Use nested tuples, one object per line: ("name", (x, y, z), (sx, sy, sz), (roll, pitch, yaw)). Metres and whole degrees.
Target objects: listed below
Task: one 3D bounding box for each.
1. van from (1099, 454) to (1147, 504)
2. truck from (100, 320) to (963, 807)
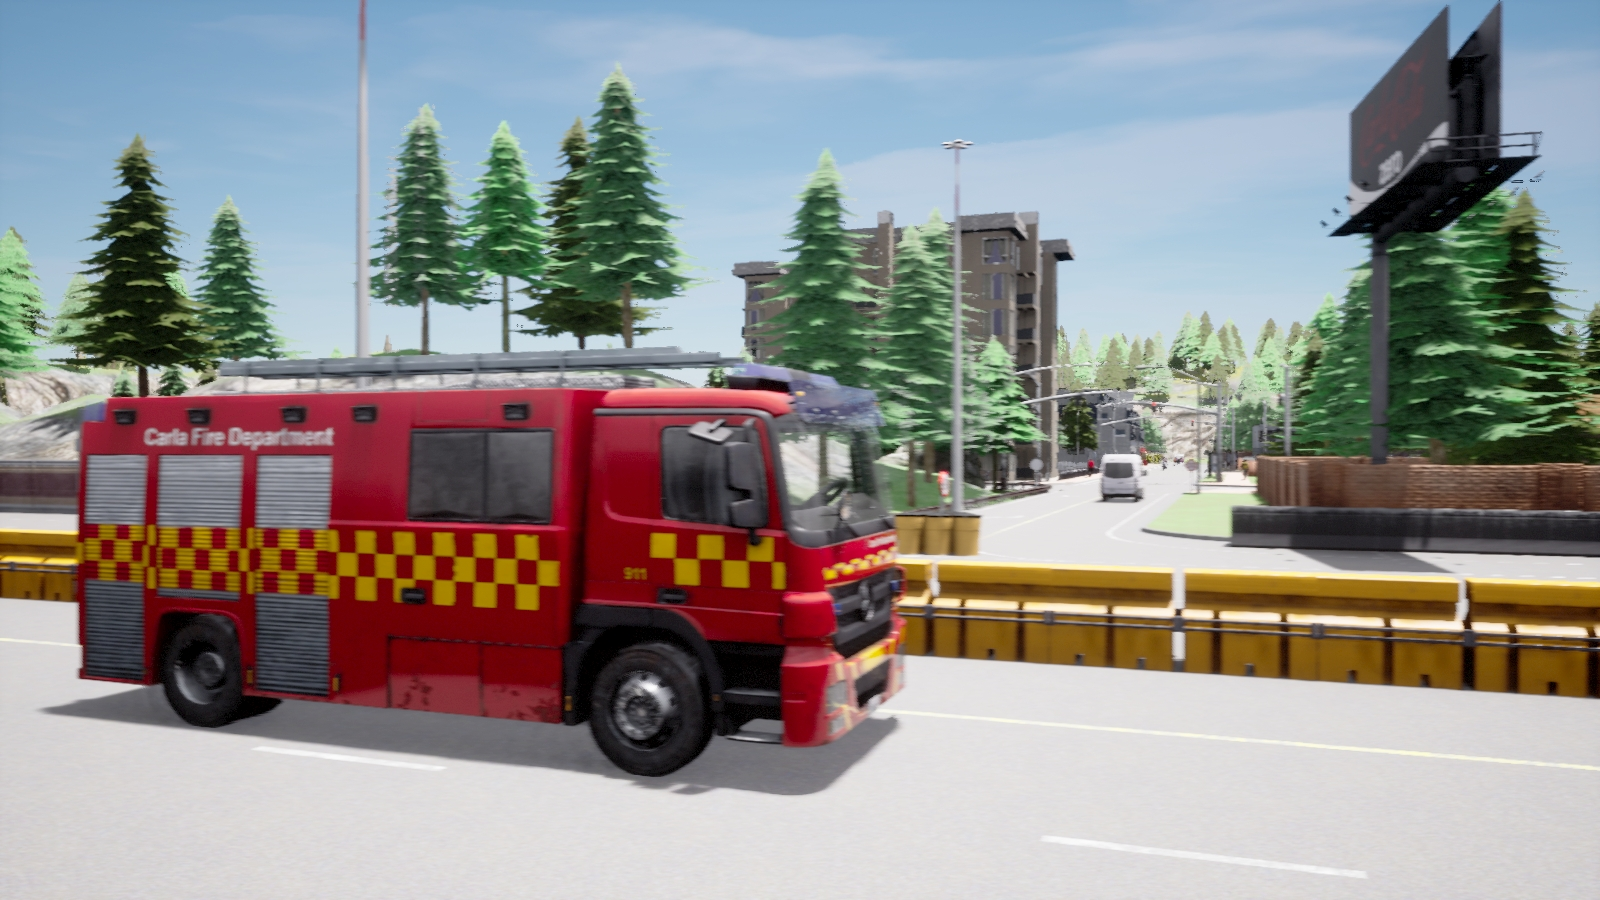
("van", (17.784, 1.514, 62.739), (1.988, 2.561, 5.915), (0, 0, 21))
("truck", (-2.809, 0.890, 11.779), (8.468, 3.827, 2.891), (0, 0, 20))
